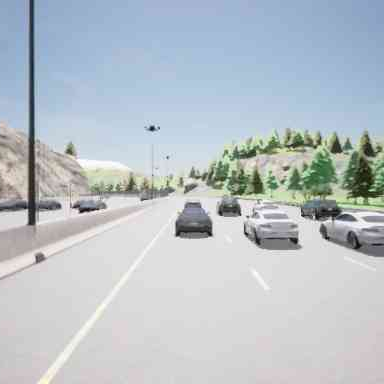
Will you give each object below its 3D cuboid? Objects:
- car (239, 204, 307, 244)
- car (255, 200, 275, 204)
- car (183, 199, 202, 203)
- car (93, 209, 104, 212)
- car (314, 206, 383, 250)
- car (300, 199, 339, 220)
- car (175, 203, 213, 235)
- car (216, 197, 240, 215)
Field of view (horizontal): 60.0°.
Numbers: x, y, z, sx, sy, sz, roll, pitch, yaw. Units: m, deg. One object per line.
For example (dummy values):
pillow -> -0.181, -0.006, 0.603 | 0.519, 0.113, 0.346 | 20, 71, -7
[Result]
car -> 3.599, 1.524, 15.637 | 1.812, 1.442, 4.674 | 0, 0, 0
car -> 7.099, 1.523, 32.266 | 1.812, 1.442, 4.674 | 0, 0, 0
car -> 0.098, 1.488, 36.230 | 2.128, 1.511, 4.902 | 0, 0, 0
car -> -10.599, 1.544, 36.105 | 2.033, 1.411, 5.357 | 0, 0, 0
car -> 7.099, 1.524, 14.150 | 1.812, 1.442, 4.674 | 0, 0, 0
car -> 10.598, 1.349, 27.688 | 2.097, 1.767, 4.553 | 0, 0, 0
car -> 0.099, 1.562, 18.698 | 1.994, 1.385, 4.181 | 0, 0, 0
car -> 3.597, 1.349, 33.277 | 2.097, 1.767, 4.553 | 0, 0, 0
